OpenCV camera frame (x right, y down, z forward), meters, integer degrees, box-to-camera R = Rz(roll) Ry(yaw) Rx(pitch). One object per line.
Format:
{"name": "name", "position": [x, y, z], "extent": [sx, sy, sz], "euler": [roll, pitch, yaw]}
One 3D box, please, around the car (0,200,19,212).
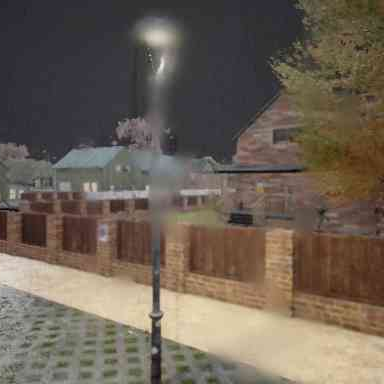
{"name": "car", "position": [-14.060, 1.273, 23.621], "extent": [1.882, 1.535, 5.008], "euler": [2, 2, 35]}

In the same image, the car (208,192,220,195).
{"name": "car", "position": [3.624, 0.799, 48.610], "extent": [2.033, 1.411, 5.357], "euler": [2, 2, 35]}

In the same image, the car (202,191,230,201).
{"name": "car", "position": [3.977, 0.633, 53.975], "extent": [2.033, 1.411, 5.357], "euler": [2, 2, 35]}
